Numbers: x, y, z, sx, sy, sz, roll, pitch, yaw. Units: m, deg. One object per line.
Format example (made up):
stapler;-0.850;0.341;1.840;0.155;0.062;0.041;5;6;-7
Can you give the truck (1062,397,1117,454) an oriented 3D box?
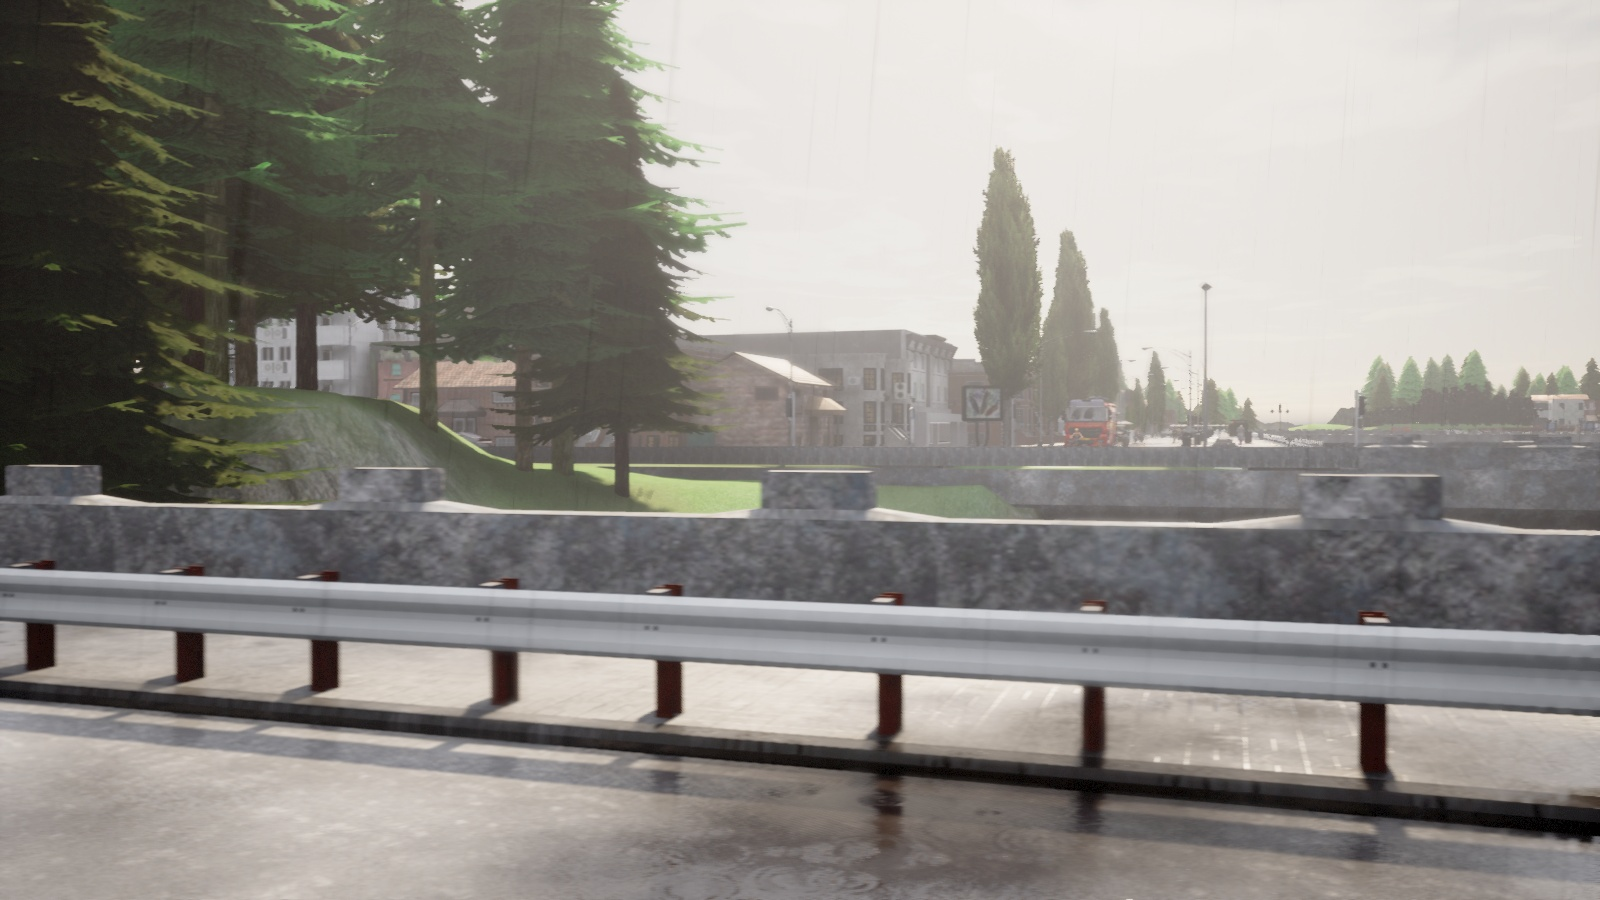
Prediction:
truck;20.512;-1.680;88.659;2.891;3.827;8.468;1;1;19

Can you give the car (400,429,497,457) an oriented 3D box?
car;-19.906;-0.432;71.154;4.902;1.511;2.128;1;1;19
